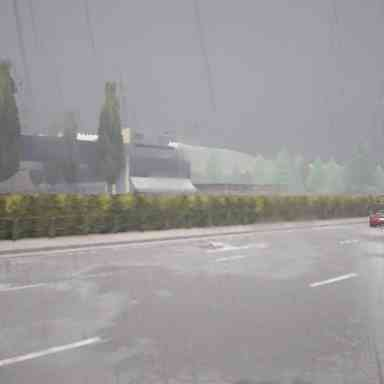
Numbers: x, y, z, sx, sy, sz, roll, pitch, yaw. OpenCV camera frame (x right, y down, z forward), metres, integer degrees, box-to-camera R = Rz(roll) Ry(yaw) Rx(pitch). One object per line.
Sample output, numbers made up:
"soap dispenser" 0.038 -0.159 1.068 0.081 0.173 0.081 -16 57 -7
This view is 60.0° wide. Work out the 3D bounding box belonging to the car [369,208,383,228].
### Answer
"car" 13.515 1.675 21.877 4.181 1.385 1.994 1 0 -35
